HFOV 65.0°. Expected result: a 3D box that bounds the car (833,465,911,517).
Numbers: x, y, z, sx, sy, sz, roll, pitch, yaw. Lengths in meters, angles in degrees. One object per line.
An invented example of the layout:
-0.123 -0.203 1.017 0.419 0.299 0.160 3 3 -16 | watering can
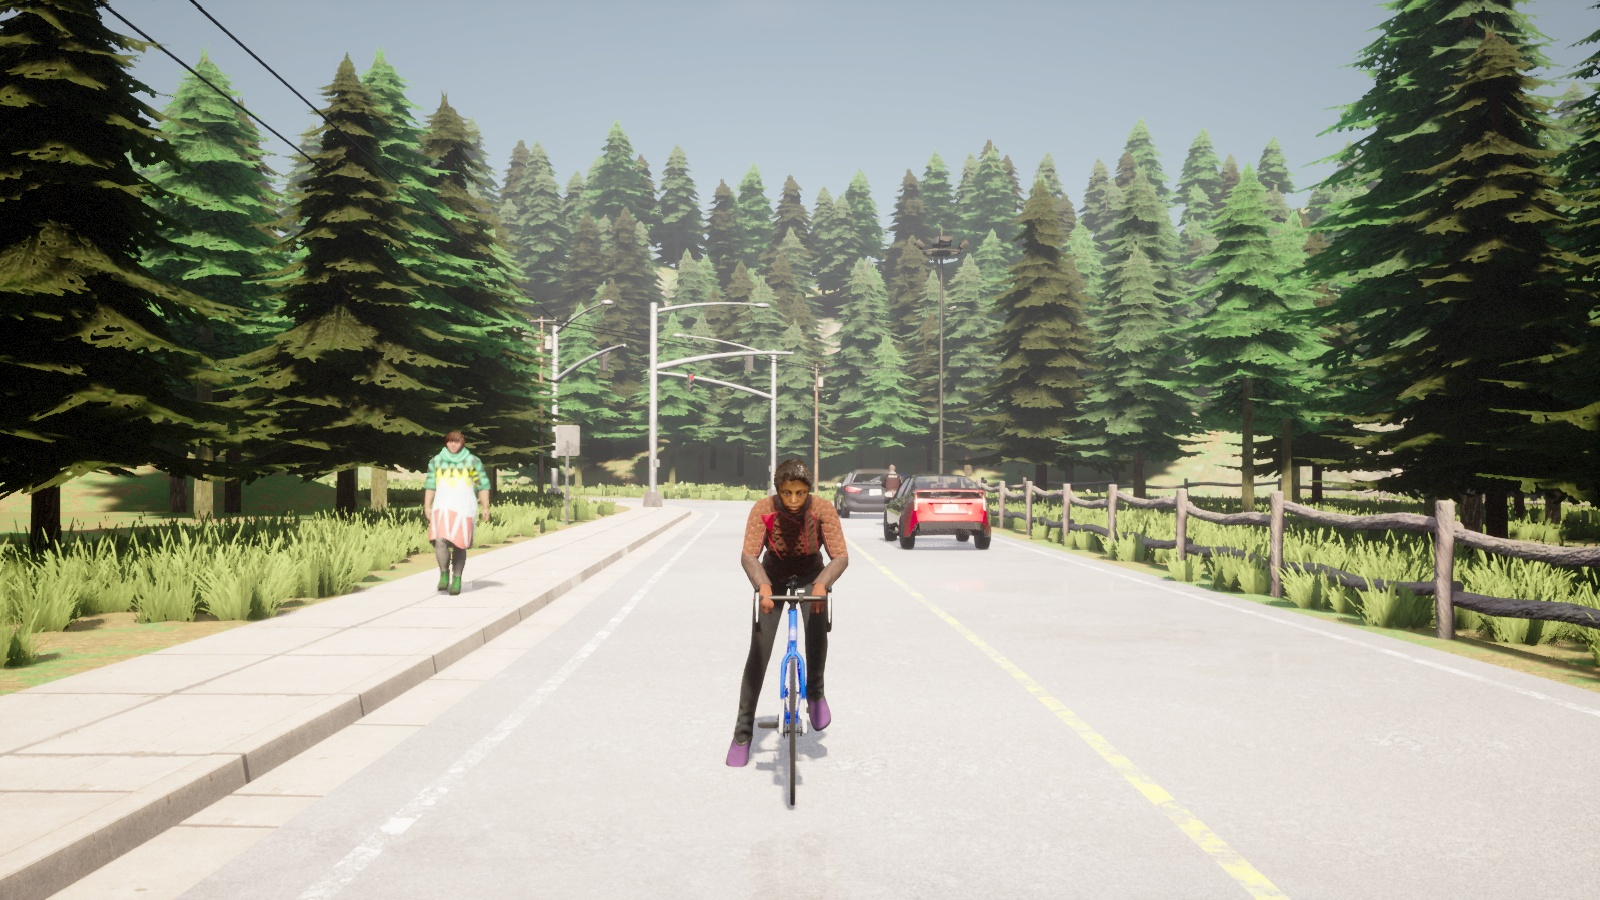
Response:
2.401 1.381 43.205 2.242 1.667 4.611 0 -1 -2 | car

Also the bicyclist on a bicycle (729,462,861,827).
-0.030 0.875 6.417 0.582 1.620 1.656 0 -1 -1 | bicyclist on a bicycle

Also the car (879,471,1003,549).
2.901 1.207 26.798 2.007 1.525 4.514 0 -1 -2 | car

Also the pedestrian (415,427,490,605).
-3.912 0.728 14.190 0.659 1.952 0.873 0 -1 -5 | pedestrian
